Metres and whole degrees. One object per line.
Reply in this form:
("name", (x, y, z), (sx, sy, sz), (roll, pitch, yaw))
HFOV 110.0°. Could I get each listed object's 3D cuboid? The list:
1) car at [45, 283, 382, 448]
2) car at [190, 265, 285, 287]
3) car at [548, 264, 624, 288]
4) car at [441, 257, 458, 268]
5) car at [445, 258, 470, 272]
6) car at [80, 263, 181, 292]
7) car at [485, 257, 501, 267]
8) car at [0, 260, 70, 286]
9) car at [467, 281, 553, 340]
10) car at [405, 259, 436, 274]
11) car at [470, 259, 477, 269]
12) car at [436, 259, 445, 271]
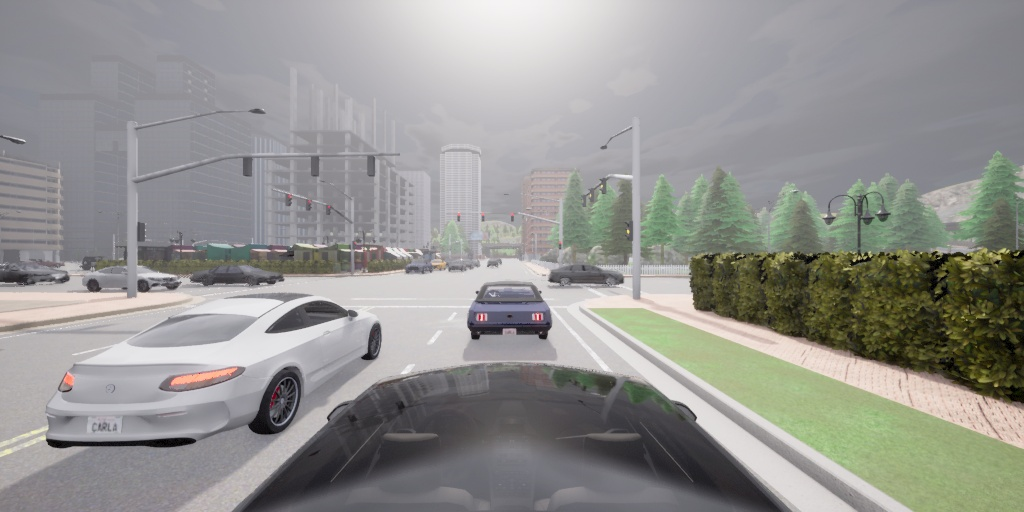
("car", (-3.505, 1.276, 5.362), (1.812, 1.442, 4.674), (0, 0, -1))
("car", (-18.413, 1.297, 24.146), (5.357, 1.411, 2.033), (0, 0, 2))
("car", (4.817, 1.255, 23.519), (4.892, 1.490, 1.837), (0, 0, 2))
("car", (-10.529, 1.102, 60.594), (2.097, 1.767, 4.553), (0, 0, 0))
("car", (-7.075, 1.255, 46.901), (1.837, 1.490, 4.892), (0, 0, 0))
("car", (-21.967, 1.276, 20.758), (4.674, 1.442, 1.812), (0, 0, 2))
("car", (-3.346, 1.255, 63.990), (1.837, 1.490, 4.892), (0, 0, 0))
("car", (-33.375, 1.241, 24.550), (4.902, 1.511, 2.128), (0, 0, 2))
("car", (-0.089, 1.351, 9.969), (1.895, 1.301, 4.718), (0, 0, -1))
("car", (-10.713, 1.102, 41.561), (2.097, 1.767, 4.553), (0, 0, 3))
("car", (-7.052, 1.255, 56.011), (1.837, 1.490, 4.892), (0, 0, 0))
("car", (-10.566, 1.228, 50.524), (1.882, 1.535, 5.008), (0, 0, 0))
